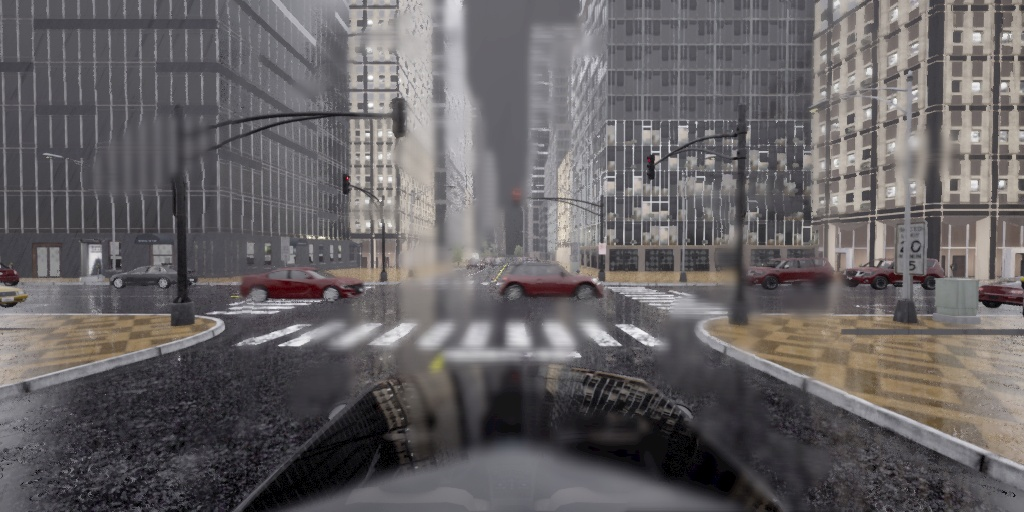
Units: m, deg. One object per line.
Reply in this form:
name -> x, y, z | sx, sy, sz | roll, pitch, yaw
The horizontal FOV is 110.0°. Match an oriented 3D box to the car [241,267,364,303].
car -> -9.291, 1.245, 16.127 | 5.008, 1.535, 1.882 | 0, 0, 0

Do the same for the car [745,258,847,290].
car -> 16.566, 1.023, 21.629 | 5.009, 1.841, 2.192 | 0, 0, 0

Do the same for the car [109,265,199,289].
car -> -21.444, 1.204, 21.553 | 4.403, 1.370, 2.007 | 0, 0, 0

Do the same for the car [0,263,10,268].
car -> -32.560, 1.077, 21.459 | 4.097, 1.591, 1.967 | 0, 0, 0

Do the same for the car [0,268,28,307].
car -> -21.258, 1.301, 13.414 | 4.829, 1.417, 1.751 | 0, 0, 0

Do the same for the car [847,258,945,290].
car -> 22.898, 1.032, 21.642 | 5.009, 1.841, 2.192 | 0, 0, 0

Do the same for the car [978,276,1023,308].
car -> 20.183, 1.417, 13.498 | 4.207, 1.307, 1.802 | 0, 0, 0

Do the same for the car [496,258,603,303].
car -> 1.721, 1.096, 16.157 | 4.553, 1.767, 2.097 | 0, 0, 0

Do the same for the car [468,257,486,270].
car -> -5.302, 1.167, 52.318 | 1.967, 1.591, 4.097 | 0, 0, 0

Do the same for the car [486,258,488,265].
car -> -5.300, 1.306, 57.843 | 1.802, 1.307, 4.207 | 0, 0, 0
